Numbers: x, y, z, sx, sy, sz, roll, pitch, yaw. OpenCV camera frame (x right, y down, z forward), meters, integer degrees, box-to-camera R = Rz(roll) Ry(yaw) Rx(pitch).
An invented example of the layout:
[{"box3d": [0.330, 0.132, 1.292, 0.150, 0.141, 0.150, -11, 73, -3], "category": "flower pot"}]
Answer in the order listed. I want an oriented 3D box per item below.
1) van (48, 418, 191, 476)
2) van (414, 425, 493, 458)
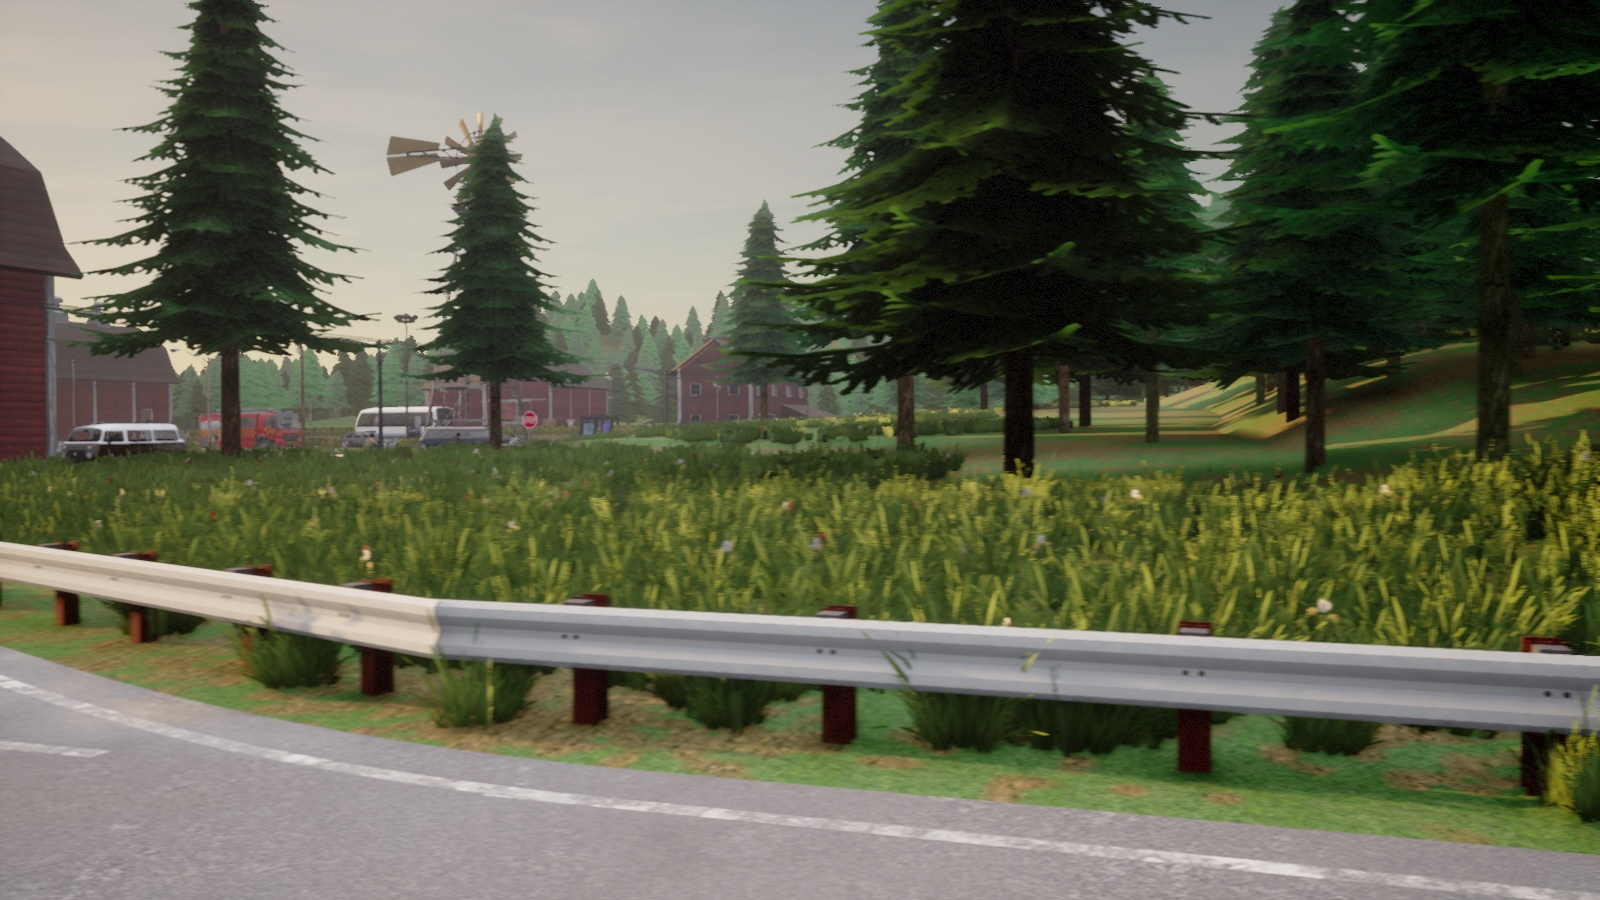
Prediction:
[{"box3d": [-25.350, -0.143, 46.957, 2.069, 2.038, 4.480, 0, 1, 19], "category": "van"}, {"box3d": [-21.108, -0.557, 76.598, 4.442, 1.987, 1.775, 0, 1, -6], "category": "van"}]
